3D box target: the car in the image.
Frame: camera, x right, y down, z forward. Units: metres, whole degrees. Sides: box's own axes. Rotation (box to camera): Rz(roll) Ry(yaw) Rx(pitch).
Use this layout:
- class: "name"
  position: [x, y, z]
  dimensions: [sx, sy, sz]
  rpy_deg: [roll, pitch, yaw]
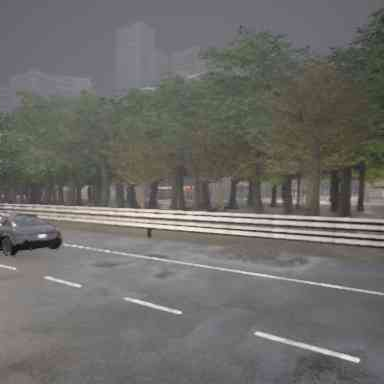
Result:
- class: "car"
  position: [-7.053, 1.569, 13.210]
  dimensions: [4.181, 1.385, 1.994]
  rpy_deg: [0, 0, 36]
